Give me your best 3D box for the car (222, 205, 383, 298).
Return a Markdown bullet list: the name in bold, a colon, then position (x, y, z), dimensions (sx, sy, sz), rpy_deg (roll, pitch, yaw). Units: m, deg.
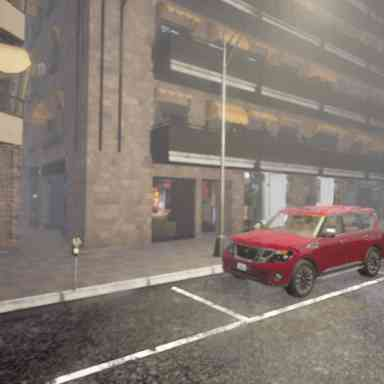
- **car**: position (3.148, 1.321, 8.746), dimensions (5.009, 1.841, 2.192), rpy_deg (0, 1, -36)
